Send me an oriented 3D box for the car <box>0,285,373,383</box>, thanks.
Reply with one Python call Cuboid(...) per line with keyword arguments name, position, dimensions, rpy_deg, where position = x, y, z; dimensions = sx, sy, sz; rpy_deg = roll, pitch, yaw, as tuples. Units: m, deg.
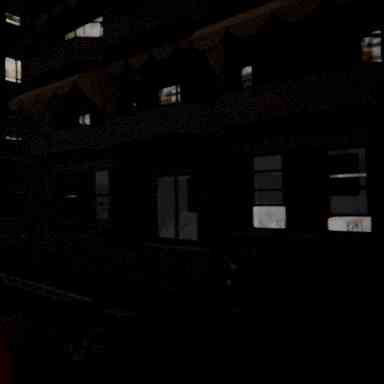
Cuboid(name="car", position=(-0.551, 1.581, 3.091), dimensions=(4.206, 1.307, 1.802), rpy_deg=(0, -1, 35))
